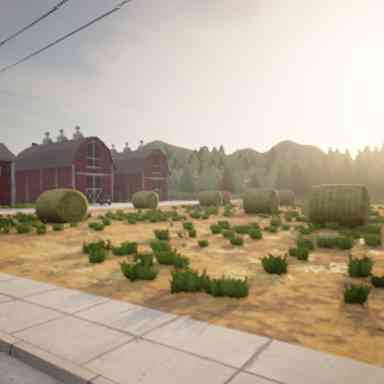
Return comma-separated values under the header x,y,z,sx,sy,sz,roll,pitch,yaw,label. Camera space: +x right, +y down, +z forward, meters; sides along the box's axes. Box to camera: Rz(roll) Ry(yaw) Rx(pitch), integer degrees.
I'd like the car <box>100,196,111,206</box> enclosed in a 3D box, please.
x,y,z,sx,sy,sz,roll,pitch,yaw,label
-17.797,1.773,68.870,1.905,1.878,3.866,5,0,-10,car
